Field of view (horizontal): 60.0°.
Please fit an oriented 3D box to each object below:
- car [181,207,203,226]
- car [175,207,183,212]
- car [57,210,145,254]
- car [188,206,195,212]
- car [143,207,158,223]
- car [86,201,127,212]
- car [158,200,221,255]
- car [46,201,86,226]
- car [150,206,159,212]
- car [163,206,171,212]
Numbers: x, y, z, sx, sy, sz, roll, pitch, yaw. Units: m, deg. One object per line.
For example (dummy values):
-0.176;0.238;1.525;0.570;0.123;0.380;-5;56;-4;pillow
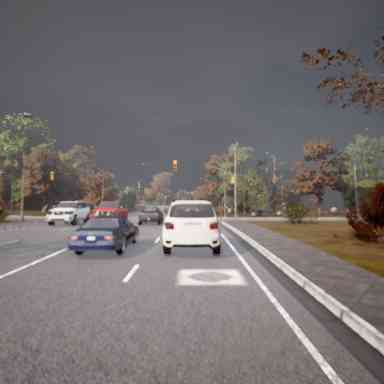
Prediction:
-0.003;2.106;29.379;1.837;1.490;4.892;0;-2;0;car
-3.523;4.695;89.633;1.994;1.385;4.181;0;-1;0;car
-3.502;1.692;14.051;2.033;1.411;5.357;0;-1;0;car
-0.023;4.621;89.219;1.837;1.490;4.892;0;-1;0;car
-3.519;2.089;29.371;2.128;1.511;4.902;0;-2;0;car
-7.009;1.777;28.783;2.150;2.045;5.566;0;-3;0;car
-0.003;1.361;14.059;2.150;2.045;5.566;0;-1;0;car
-10.509;1.777;28.793;2.150;2.045;5.566;0;-3;0;car
-10.526;4.854;94.428;1.994;1.385;4.181;0;-1;0;car
-7.026;4.842;94.442;2.033;1.411;5.357;0;-1;0;car
